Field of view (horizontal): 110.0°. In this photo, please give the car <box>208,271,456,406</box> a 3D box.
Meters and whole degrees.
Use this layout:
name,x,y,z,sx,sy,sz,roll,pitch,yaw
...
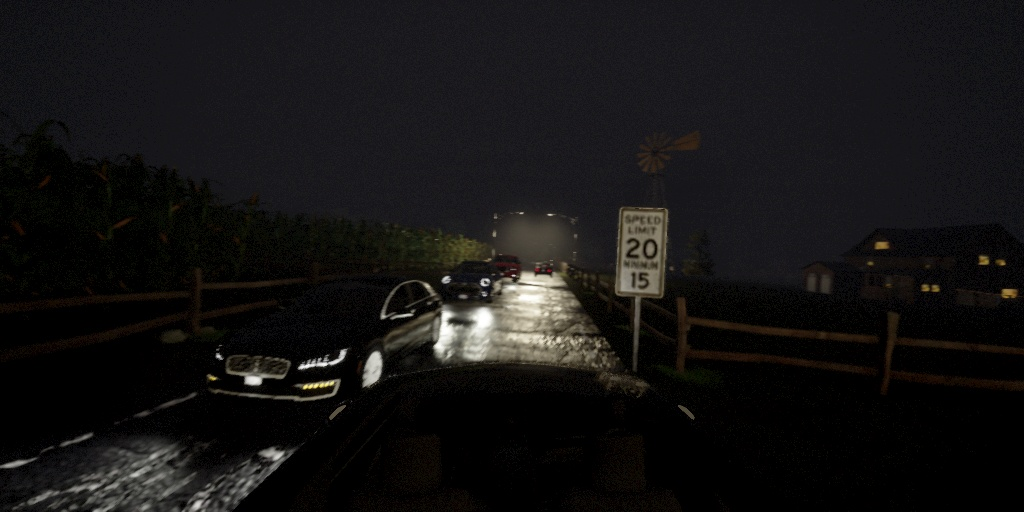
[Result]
name,x,y,z,sx,sy,sz,roll,pitch,yaw
car,-2.591,1.114,6.322,1.837,1.490,4.892,3,0,5

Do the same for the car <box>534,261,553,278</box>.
name,x,y,z,sx,sy,sz,roll,pitch,yaw
car,3.258,1.434,36.871,2.033,1.411,5.357,3,0,6

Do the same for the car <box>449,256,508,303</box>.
name,x,y,z,sx,sy,sz,roll,pitch,yaw
car,-1.651,0.997,16.090,2.097,1.767,4.553,3,0,6

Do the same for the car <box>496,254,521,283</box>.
name,x,y,z,sx,sy,sz,roll,pitch,yaw
car,-0.474,0.918,28.081,2.150,2.045,5.566,3,0,6
